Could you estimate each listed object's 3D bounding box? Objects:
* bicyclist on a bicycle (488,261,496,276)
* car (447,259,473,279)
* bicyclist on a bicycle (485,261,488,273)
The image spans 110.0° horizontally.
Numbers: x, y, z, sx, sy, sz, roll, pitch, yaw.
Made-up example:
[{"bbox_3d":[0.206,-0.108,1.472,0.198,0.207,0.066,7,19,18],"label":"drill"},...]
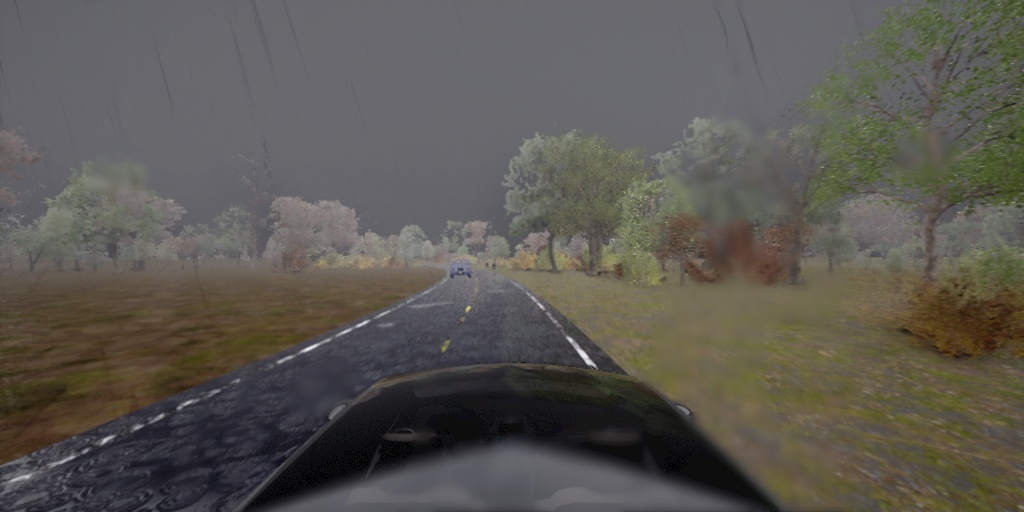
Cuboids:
[{"bbox_3d":[-2.209,1.494,43.769,0.659,1.776,1.843,-1,0,-9],"label":"bicyclist on a bicycle"},{"bbox_3d":[-5.430,1.320,38.285,2.150,2.045,5.566,0,-1,-7],"label":"car"},{"bbox_3d":[-3.662,1.575,52.723,0.659,1.776,1.843,-1,0,-10],"label":"bicyclist on a bicycle"}]
